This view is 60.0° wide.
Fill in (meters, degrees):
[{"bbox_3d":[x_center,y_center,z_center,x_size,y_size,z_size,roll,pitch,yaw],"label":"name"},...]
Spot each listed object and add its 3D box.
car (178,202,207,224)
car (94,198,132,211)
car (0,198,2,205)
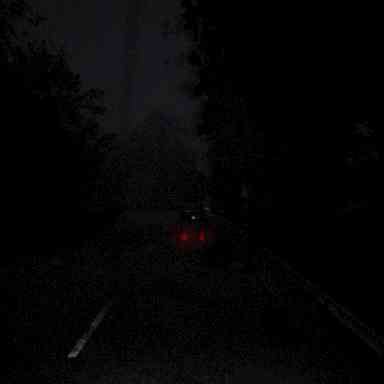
[{"bbox_3d":[0.002,1.478,24.380,2.128,1.511,4.902,1,0,-3],"label":"car"},{"bbox_3d":[-9.883,1.494,41.161,5.008,1.535,1.882,0,-2,22],"label":"car"},{"bbox_3d":[-25.013,1.318,41.974,5.008,1.535,1.882,1,-1,3],"label":"car"}]
